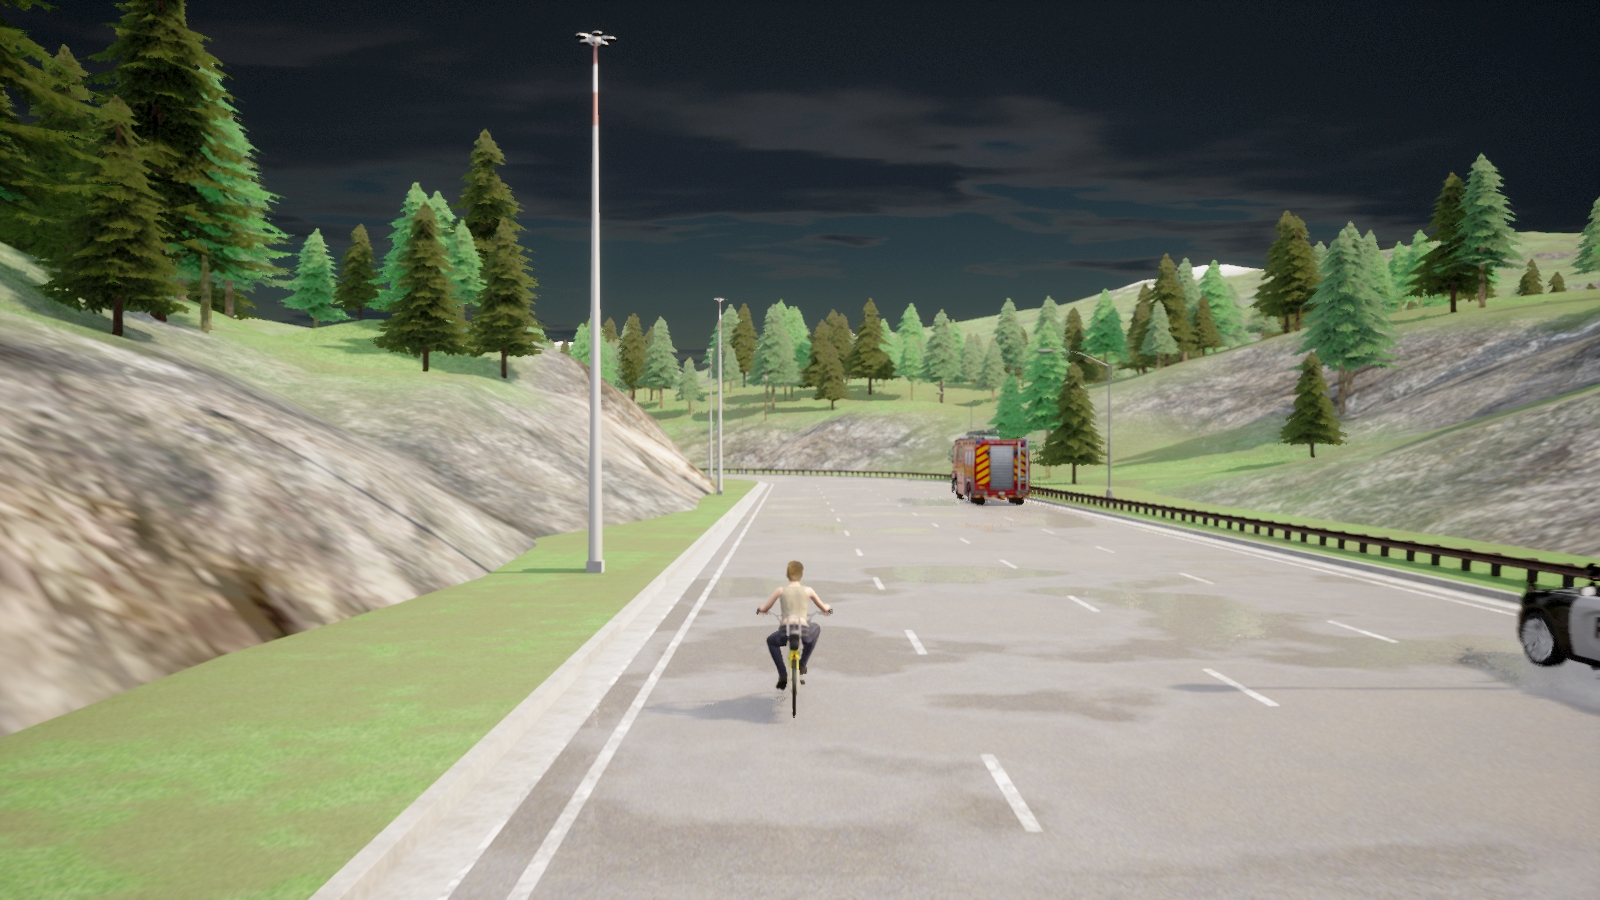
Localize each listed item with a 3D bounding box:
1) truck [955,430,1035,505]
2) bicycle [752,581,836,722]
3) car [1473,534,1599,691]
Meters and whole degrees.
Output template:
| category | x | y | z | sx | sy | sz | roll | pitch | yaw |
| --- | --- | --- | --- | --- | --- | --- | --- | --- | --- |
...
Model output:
| category | x | y | z | sx | sy | sz | roll | pitch | yaw |
| --- | --- | --- | --- | --- | --- | --- | --- | --- | --- |
| truck | 10.475 | 0.899 | 62.337 | 2.891 | 3.827 | 8.468 | 0 | 0 | 0 |
| bicycle | -0.060 | 2.160 | 12.479 | 0.859 | 1.276 | 1.487 | 0 | 0 | 0 |
| car | 10.348 | 1.984 | 13.156 | 2.097 | 1.638 | 5.238 | 0 | 0 | 0 |
